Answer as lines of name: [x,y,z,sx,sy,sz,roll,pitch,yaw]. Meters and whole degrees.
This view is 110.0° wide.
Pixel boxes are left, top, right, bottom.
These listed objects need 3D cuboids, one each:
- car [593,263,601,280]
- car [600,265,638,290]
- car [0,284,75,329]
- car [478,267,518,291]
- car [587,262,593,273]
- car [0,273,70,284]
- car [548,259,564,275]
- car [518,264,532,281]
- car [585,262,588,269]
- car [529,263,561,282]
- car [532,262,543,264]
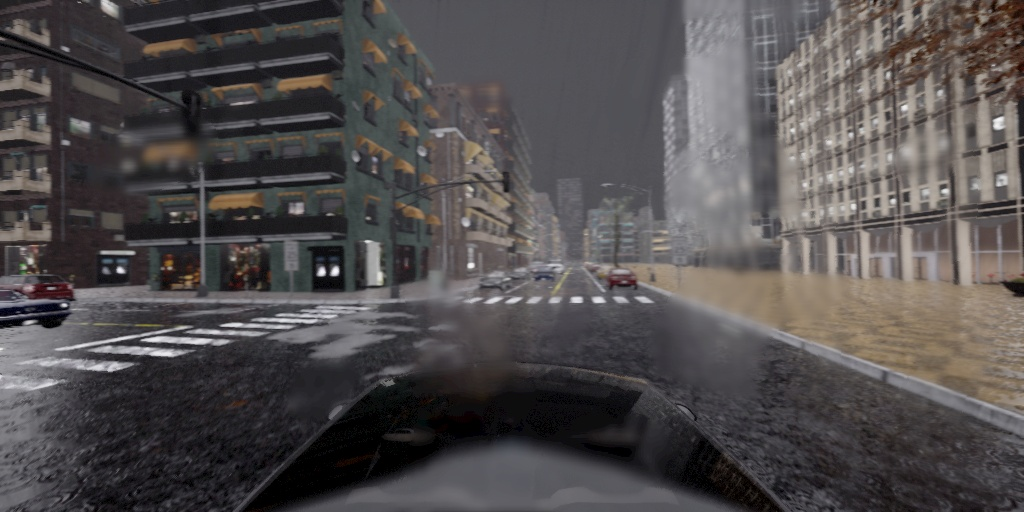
car: [9.117,1.539,34.734,1.751,1.417,4.829,0,0,10]
car: [7.141,1.443,23.675,1.888,1.381,4.507,0,0,10]
car: [-16.067,1.630,10.719,4.718,1.301,1.895,-1,-1,10]
car: [-1.106,1.664,25.147,2.007,1.370,4.403,0,0,10]
car: [12.008,1.774,50.904,1.802,1.307,4.207,0,0,10]
car: [-24.660,1.645,18.030,4.097,1.591,1.967,0,0,10]
car: [6.008,1.489,49.825,2.150,2.045,5.566,-1,-1,10]
car: [0.840,1.780,36.039,2.007,1.370,4.403,0,0,10]
car: [13.985,1.838,61.964,1.751,1.417,4.829,0,0,10]
car: [3.239,1.694,34.298,2.033,1.411,5.357,-1,-1,10]
car: [2.788,1.788,46.931,1.967,1.591,4.097,0,0,10]
